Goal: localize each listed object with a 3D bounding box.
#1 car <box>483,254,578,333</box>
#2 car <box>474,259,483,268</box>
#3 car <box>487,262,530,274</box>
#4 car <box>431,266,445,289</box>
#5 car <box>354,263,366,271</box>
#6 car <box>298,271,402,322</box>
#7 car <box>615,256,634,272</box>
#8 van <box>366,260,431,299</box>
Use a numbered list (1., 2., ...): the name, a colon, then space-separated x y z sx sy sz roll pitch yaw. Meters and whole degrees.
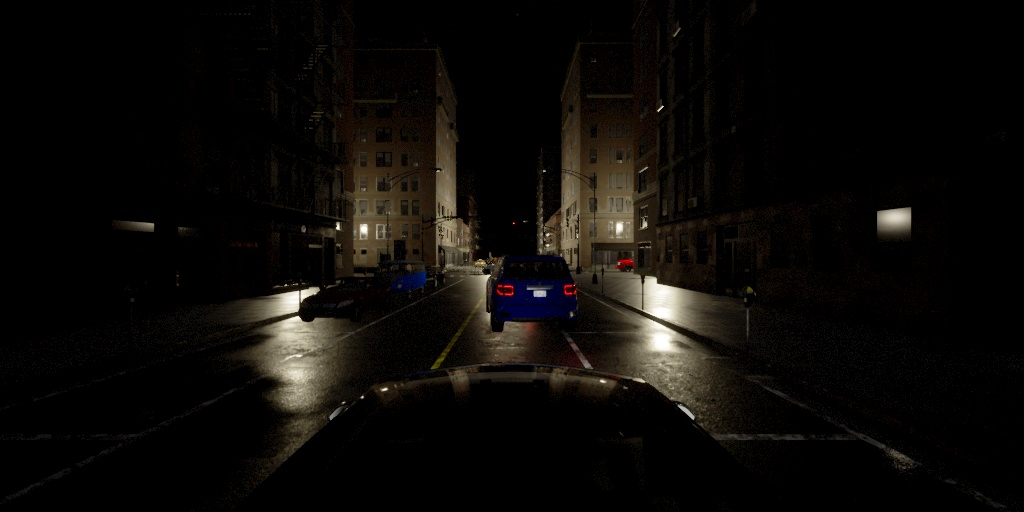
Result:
1. car: 0.358 0.971 11.002 2.150 2.045 5.566 0 0 -6
2. car: -5.396 1.272 60.765 1.751 1.417 4.829 0 0 0
3. car: -0.410 1.341 40.050 4.718 1.301 1.895 0 0 0
4. car: -5.394 1.299 22.971 2.007 1.370 4.403 0 0 0
5. car: -16.960 1.435 40.018 4.718 1.301 1.895 0 0 0
6. car: -5.395 1.331 12.159 1.802 1.307 4.207 0 0 0
7. car: 15.327 0.877 43.024 5.566 2.045 2.150 0 0 0
8. van: -5.394 1.090 17.565 1.690 1.789 3.998 0 0 0
